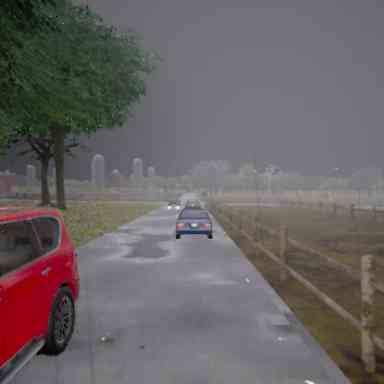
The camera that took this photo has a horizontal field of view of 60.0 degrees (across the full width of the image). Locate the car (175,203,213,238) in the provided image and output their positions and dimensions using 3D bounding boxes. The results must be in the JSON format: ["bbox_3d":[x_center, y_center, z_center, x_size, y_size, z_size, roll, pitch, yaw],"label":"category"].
[{"bbox_3d":[0.098,1.553,17.620,2.033,1.411,5.357,0,0,0],"label":"car"}]

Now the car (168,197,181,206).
[{"bbox_3d":[-2.762,1.511,52.788,2.033,1.411,5.357,0,0,0],"label":"car"}]

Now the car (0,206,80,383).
[{"bbox_3d":[-2.850,1.223,3.137,2.150,2.045,5.566,0,0,0],"label":"car"}]

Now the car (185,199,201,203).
[{"bbox_3d":[0.093,1.548,40.666,1.994,1.385,4.181,0,0,0],"label":"car"}]
